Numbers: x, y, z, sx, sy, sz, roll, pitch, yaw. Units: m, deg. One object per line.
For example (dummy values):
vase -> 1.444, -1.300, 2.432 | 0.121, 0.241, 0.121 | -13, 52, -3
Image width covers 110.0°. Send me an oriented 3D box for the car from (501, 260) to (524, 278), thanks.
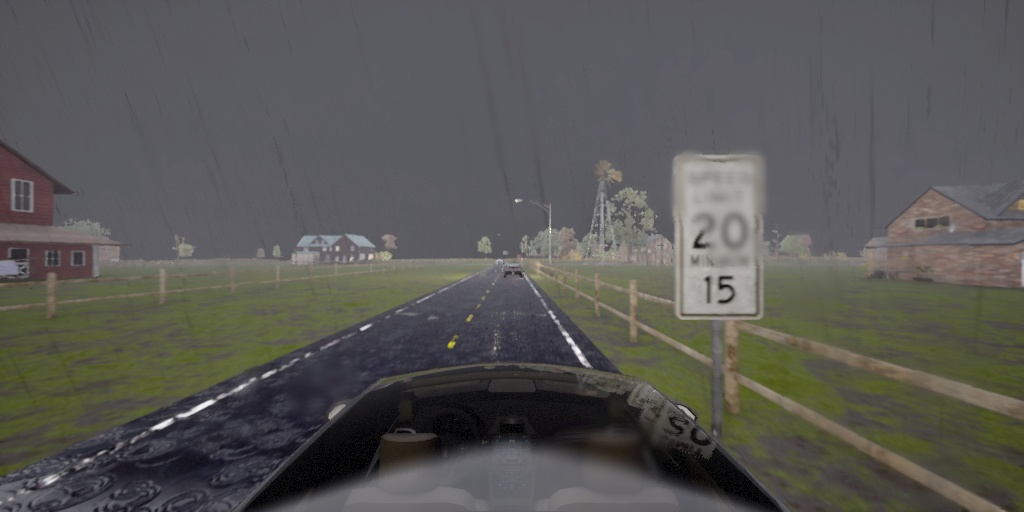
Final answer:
car -> 0.104, 1.321, 35.474 | 1.837, 1.490, 4.892 | 0, 0, 0
